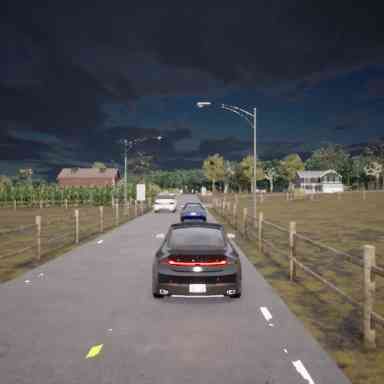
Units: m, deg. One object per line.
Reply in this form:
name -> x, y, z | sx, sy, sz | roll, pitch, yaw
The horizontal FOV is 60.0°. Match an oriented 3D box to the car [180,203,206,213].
car -> 0.105, 1.538, 26.150 | 1.994, 1.385, 4.181 | 0, 0, 0

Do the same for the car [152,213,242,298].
car -> 0.101, 1.505, 8.489 | 1.837, 1.490, 4.892 | 0, 0, 0

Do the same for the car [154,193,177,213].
car -> -2.783, 1.172, 36.009 | 2.150, 2.045, 5.566 | 0, 0, 1
